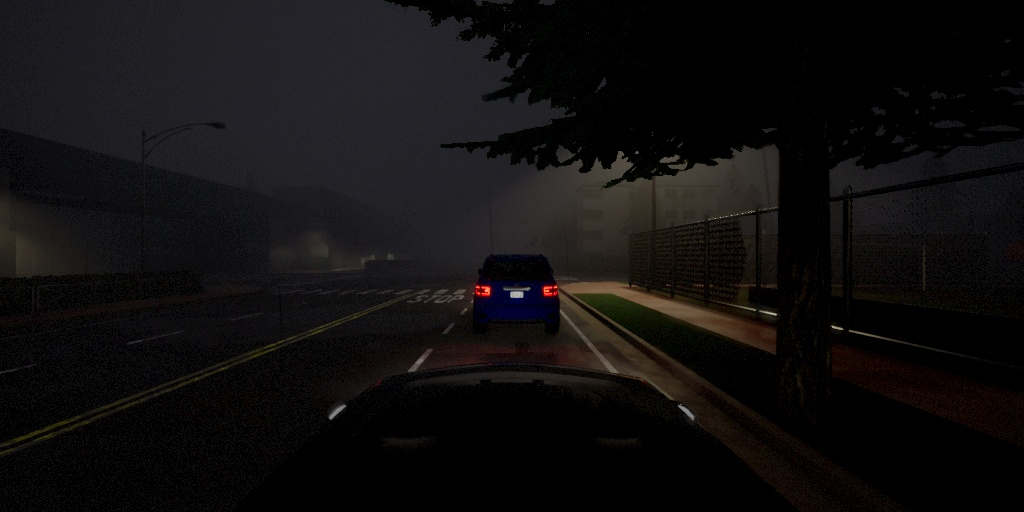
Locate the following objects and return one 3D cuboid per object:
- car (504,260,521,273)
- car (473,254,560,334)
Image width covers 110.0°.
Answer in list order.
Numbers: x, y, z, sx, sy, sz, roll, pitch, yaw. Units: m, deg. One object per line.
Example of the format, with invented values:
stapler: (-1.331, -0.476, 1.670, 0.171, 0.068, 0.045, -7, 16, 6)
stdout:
car: (0.022, 1.242, 45.675, 2.128, 1.511, 4.902, 0, 0, 0)
car: (0.115, 0.972, 10.809, 2.150, 2.045, 5.566, 0, 0, 0)
